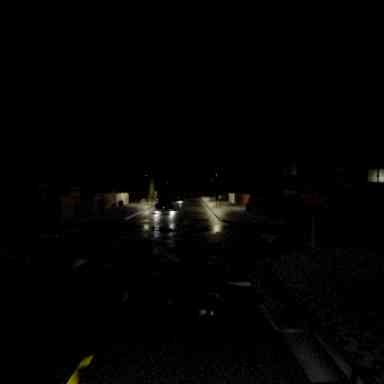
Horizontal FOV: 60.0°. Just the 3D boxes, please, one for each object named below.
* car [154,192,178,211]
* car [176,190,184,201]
[{"bbox_3d":[-2.746,1.139,34.344,1.837,1.490,4.892,0,3,0],"label":"car"},{"bbox_3d":[-2.744,0.827,58.014,1.837,1.490,4.892,0,1,0],"label":"car"}]
